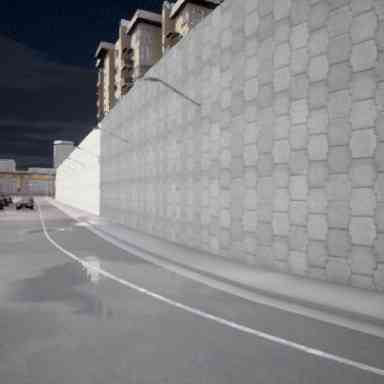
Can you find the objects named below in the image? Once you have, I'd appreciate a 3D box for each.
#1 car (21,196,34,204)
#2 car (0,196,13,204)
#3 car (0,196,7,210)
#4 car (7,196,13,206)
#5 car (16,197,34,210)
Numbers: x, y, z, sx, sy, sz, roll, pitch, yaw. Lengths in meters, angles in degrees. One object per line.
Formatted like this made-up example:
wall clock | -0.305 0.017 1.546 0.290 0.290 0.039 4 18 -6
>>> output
car | -30.689 1.487 62.083 2.128 1.511 4.902 1 0 -25
car | -33.853 1.465 60.588 2.033 1.411 5.357 1 0 -25
car | -25.306 1.569 42.608 1.812 1.442 4.674 1 0 -25
car | -29.652 1.552 51.690 2.128 1.511 4.902 1 0 -25
car | -21.925 1.680 43.626 1.895 1.301 4.718 1 0 -25
